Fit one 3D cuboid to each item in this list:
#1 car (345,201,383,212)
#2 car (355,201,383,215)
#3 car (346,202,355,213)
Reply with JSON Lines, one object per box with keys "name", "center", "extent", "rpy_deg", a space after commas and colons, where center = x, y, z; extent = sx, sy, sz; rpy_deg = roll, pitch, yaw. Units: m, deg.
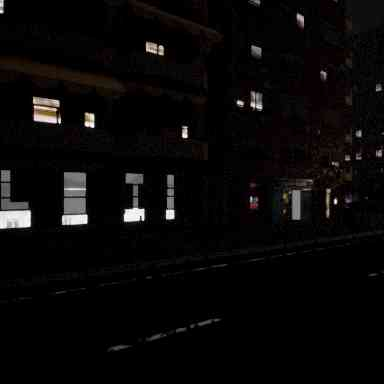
{"name": "car", "center": [22.478, 1.857, 43.436], "extent": [1.802, 1.307, 4.206], "rpy_deg": [-1, 0, -36]}
{"name": "car", "center": [19.716, 1.725, 37.242], "extent": [2.128, 1.511, 4.902], "rpy_deg": [0, 0, -35]}
{"name": "car", "center": [15.489, 1.596, 38.338], "extent": [2.192, 1.841, 5.009], "rpy_deg": [-1, 0, -36]}
